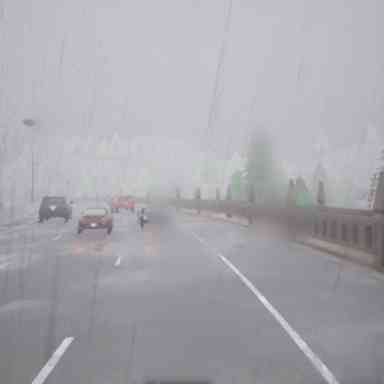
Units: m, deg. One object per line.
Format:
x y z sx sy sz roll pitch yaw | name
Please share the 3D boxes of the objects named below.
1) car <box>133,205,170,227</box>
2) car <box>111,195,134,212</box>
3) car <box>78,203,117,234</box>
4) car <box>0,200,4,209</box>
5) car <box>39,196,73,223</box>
-2.863 1.672 23.437 1.895 1.301 4.718 0 0 -13 | car
-8.575 1.388 40.785 2.150 2.045 5.566 0 0 -22 | car
-5.703 1.601 20.026 1.812 1.442 4.674 0 0 -11 | car
-27.192 1.820 46.209 2.128 1.511 4.902 0 0 -30 | car
-11.152 1.351 27.412 2.150 2.045 5.566 0 0 -16 | car
